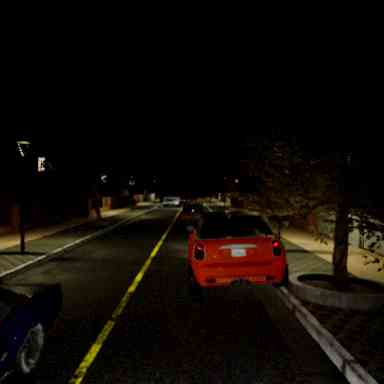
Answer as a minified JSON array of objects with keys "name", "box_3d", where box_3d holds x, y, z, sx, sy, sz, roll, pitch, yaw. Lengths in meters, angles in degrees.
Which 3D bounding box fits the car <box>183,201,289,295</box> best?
[{"name":"car","box_3d":[0.932,1.250,8.771,2.097,1.767,4.553,-3,-1,0]}]

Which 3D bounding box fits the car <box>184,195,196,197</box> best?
[{"name":"car","box_3d":[0.108,1.300,45.260,1.812,1.442,4.674,0,0,1]}]

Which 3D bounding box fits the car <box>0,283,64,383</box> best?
[{"name":"car","box_3d":[-2.848,1.584,2.739,1.895,1.301,4.718,0,0,0]}]

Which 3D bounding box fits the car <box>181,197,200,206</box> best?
[{"name":"car","box_3d":[0.099,1.428,32.957,1.895,1.301,4.718,0,0,1]}]

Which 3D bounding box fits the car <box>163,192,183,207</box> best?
[{"name":"car","box_3d":[-2.783,0.992,46.025,2.150,2.045,5.566,0,0,0]}]
